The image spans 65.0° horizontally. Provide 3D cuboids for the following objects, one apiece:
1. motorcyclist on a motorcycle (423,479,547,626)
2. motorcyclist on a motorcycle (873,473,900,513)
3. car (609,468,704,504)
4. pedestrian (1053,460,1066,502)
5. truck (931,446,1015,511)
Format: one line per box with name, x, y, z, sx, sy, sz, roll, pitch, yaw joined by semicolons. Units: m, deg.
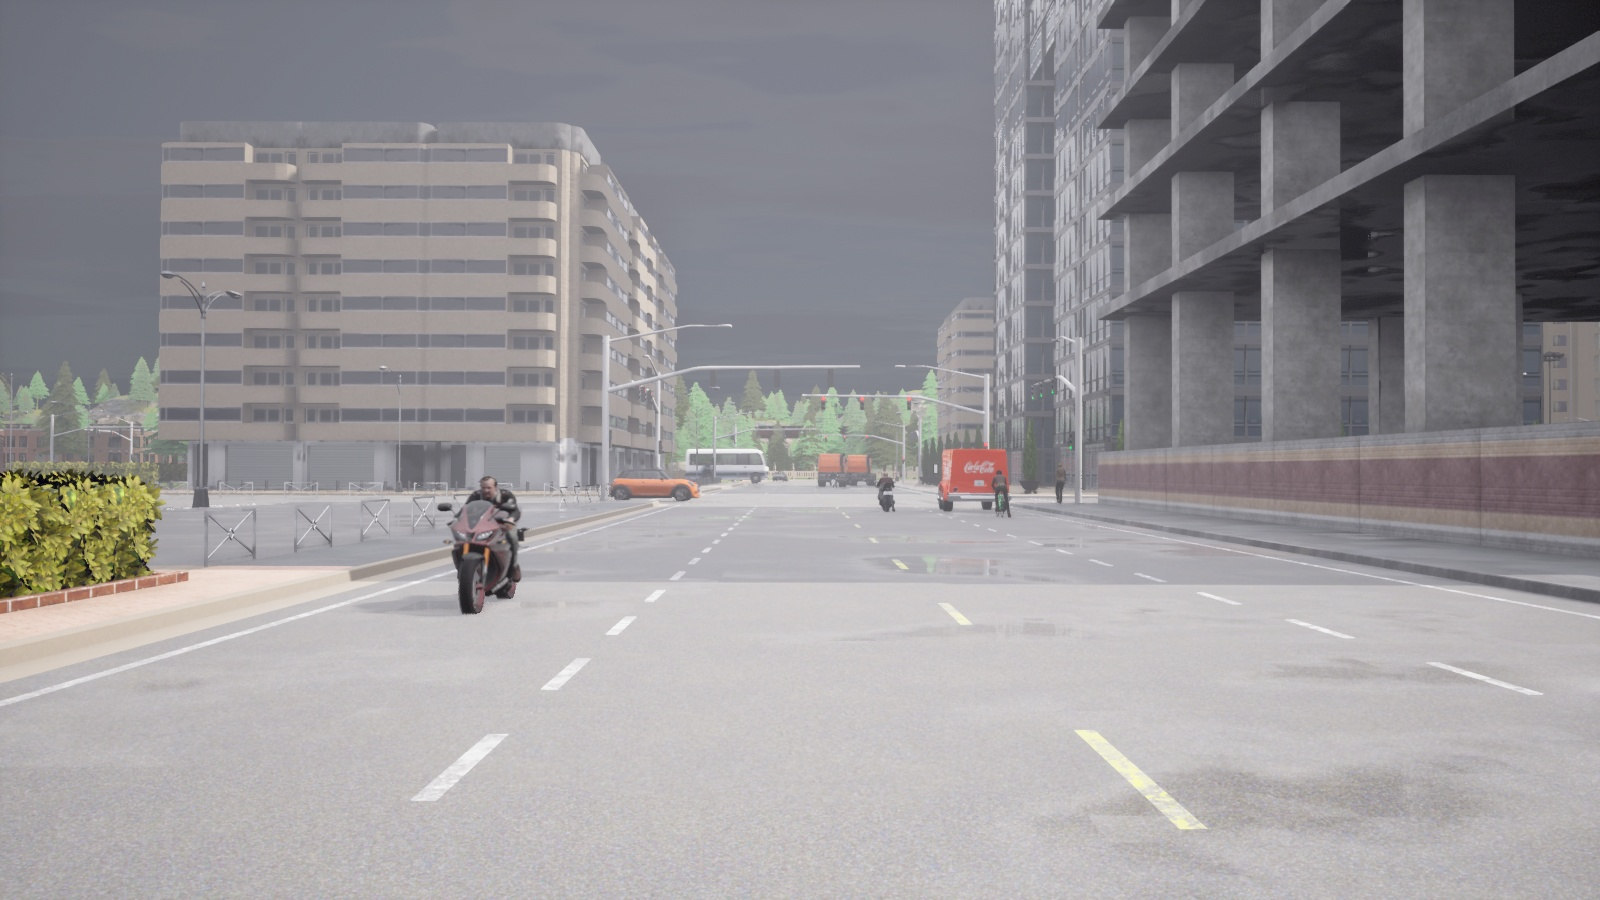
motorcyclist on a motorcycle;-3.538;1.104;14.330;0.866;1.530;2.191;0;-1;0
motorcyclist on a motorcycle;3.369;1.657;49.014;0.866;1.530;2.191;0;-1;0
car;-7.255;1.807;63.888;4.553;1.767;2.097;-1;-1;0
pedestrian;11.415;1.349;55.210;0.331;1.846;0.634;0;-1;-10
truck;6.864;1.147;50.559;2.627;2.467;5.204;0;-1;0
